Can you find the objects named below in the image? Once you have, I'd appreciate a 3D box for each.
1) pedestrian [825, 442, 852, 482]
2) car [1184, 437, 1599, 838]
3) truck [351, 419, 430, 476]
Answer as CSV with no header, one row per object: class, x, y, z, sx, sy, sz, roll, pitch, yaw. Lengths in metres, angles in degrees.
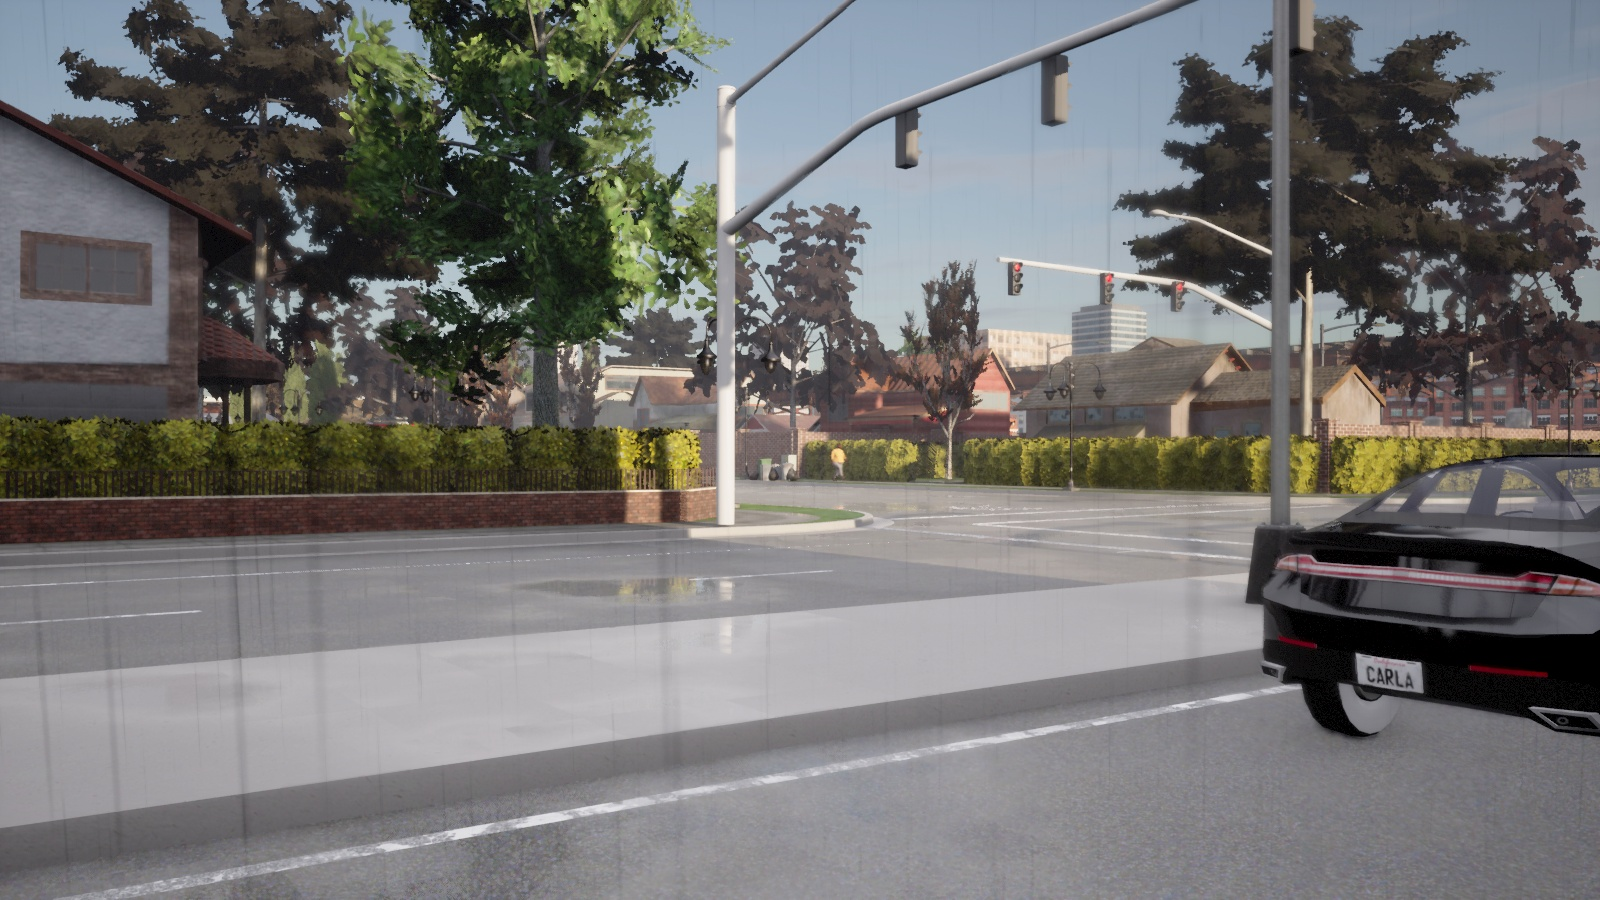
pedestrian,1.822,0.551,59.296,0.874,1.855,0.900,0,0,-34
car,4.548,0.708,6.824,4.902,1.511,2.128,0,0,-35
truck,-28.819,-0.195,88.151,2.891,3.827,8.468,0,0,-35
